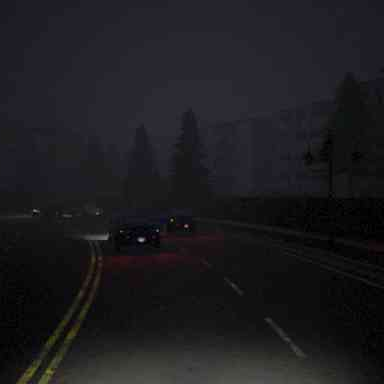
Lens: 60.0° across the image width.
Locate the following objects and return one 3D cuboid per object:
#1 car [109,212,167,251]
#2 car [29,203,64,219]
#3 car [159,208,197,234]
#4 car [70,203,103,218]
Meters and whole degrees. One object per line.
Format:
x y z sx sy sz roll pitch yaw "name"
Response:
-2.691 1.687 15.082 1.812 1.442 4.674 0 -1 -18 "car"
-14.670 1.879 33.430 4.902 1.511 2.128 -1 -1 44 "car"
-1.270 1.738 20.687 1.812 1.442 4.674 0 -1 -24 "car"
-10.993 1.913 34.719 1.812 1.442 4.674 1 -1 -44 "car"
